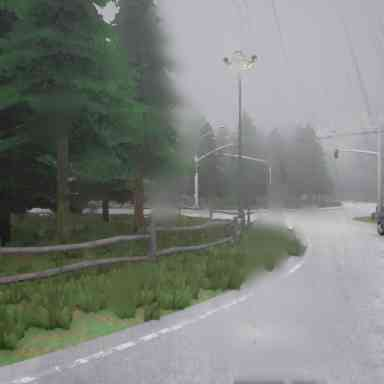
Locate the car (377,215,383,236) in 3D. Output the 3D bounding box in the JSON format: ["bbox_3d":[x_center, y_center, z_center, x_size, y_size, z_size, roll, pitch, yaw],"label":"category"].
[{"bbox_3d":[10.280,1.352,15.442,2.097,1.767,4.553,0,0,15],"label":"car"}]
